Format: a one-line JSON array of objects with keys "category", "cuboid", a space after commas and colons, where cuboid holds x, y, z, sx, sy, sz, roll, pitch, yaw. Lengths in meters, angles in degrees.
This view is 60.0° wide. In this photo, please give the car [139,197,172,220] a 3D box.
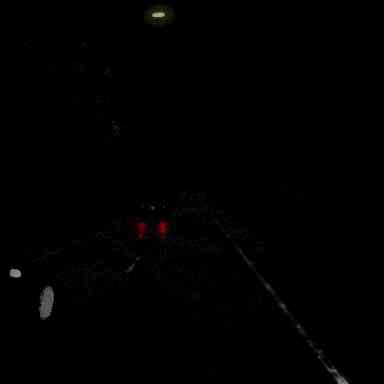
[{"category": "car", "cuboid": [-2.750, 1.153, 26.022, 2.097, 1.767, 4.553, 0, 0, 2]}]

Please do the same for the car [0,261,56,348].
[{"category": "car", "cuboid": [-3.362, 1.447, 3.932, 1.882, 1.535, 5.008, 0, 0, 1]}]
